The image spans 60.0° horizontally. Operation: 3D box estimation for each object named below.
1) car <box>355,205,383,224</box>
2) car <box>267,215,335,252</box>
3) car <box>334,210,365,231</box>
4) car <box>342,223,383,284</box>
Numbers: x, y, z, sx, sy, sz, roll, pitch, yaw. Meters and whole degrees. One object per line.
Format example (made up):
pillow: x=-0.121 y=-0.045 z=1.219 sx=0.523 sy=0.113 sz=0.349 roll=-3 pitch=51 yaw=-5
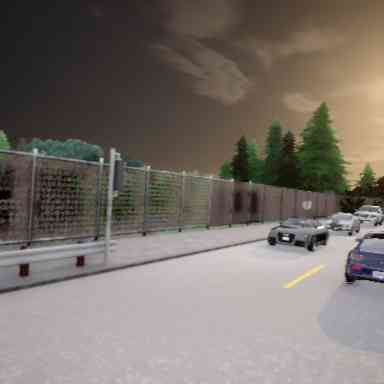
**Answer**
car: x=18.834 y=2.480 z=35.414 sx=2.150 sy=2.045 sz=5.566 roll=3 pitch=0 yaw=37
car: x=5.266 y=1.934 z=16.178 sx=1.994 sy=1.385 sz=4.181 roll=3 pitch=0 yaw=35
car: x=11.132 y=2.280 z=24.516 sx=1.812 sy=1.442 sz=4.674 roll=3 pitch=0 yaw=35
car: x=5.844 y=1.917 z=9.871 sx=1.812 sy=1.442 sz=4.674 roll=3 pitch=0 yaw=35
